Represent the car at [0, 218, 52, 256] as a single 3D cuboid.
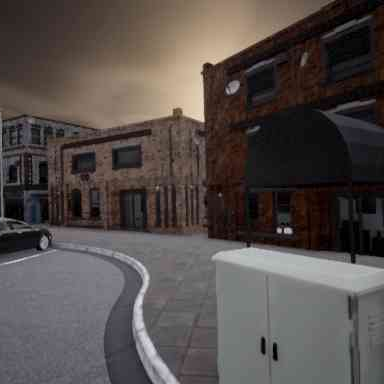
[{"bbox_3d":[-7.525,1.756,12.993,2.231,1.521,4.892,-1,-1,13],"label":"car"}]
